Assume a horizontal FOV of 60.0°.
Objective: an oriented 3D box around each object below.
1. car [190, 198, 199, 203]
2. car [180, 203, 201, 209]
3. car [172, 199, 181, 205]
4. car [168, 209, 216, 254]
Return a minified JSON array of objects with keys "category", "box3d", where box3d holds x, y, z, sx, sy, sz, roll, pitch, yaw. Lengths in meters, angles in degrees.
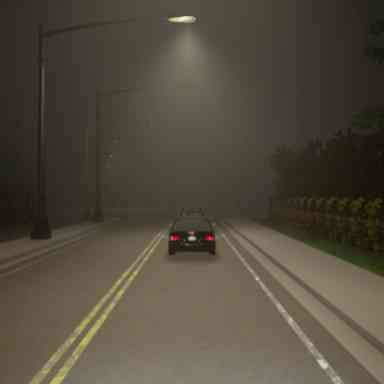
[{"category":"car","box3d":[0.739,2.389,92.651,2.033,1.411,5.357,0,-1,12]},{"category":"car","box3d":[0.020,1.872,29.100,1.895,1.301,4.718,0,0,1]},{"category":"car","box3d":[-3.507,2.247,75.804,1.994,1.385,4.181,0,-1,0]},{"category":"car","box3d":[0.000,1.679,13.990,2.033,1.411,5.357,0,-1,0]}]
